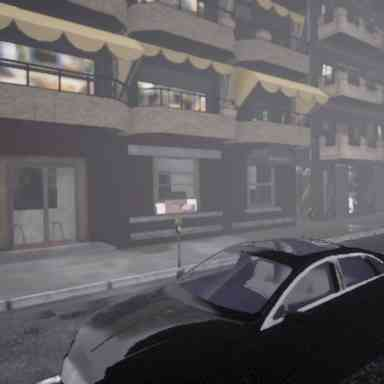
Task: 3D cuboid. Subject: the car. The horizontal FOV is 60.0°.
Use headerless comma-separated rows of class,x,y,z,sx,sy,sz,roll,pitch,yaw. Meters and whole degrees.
car,0.996,1.409,4.089,4.902,1.511,2.128,-2,1,-36
